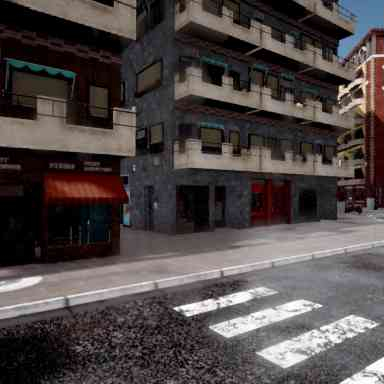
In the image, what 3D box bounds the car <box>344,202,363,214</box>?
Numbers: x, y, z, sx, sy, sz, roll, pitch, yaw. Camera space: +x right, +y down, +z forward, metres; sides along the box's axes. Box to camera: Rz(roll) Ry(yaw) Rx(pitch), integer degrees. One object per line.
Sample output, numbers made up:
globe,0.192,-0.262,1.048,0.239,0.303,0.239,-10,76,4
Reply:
car,17.812,1.790,38.243,1.895,1.301,4.718,0,0,5
